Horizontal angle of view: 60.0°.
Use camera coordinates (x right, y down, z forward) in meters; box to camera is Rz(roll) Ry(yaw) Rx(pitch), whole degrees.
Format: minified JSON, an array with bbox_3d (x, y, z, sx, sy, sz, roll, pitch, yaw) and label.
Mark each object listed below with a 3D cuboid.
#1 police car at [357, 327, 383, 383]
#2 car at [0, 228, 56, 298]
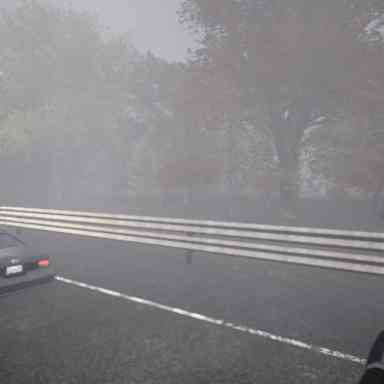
[{"bbox_3d":[3.541,1.443,1.343,5.238,1.638,1.930,1,0,36],"label":"police car"},{"bbox_3d":[-5.361,1.475,7.682,5.357,1.411,2.033,1,0,35],"label":"car"}]
